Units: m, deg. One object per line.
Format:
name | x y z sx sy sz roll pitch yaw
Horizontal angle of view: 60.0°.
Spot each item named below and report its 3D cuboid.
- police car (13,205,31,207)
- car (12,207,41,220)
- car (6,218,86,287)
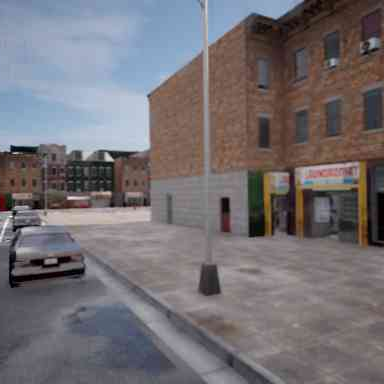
police car | -19.705 2.277 38.537 1.930 1.638 5.238 -1 -1 -28
car | -12.242 2.081 24.699 2.033 1.411 5.357 -1 -1 -28
car | -4.559 1.756 10.198 2.033 1.411 5.357 -1 -1 -28
